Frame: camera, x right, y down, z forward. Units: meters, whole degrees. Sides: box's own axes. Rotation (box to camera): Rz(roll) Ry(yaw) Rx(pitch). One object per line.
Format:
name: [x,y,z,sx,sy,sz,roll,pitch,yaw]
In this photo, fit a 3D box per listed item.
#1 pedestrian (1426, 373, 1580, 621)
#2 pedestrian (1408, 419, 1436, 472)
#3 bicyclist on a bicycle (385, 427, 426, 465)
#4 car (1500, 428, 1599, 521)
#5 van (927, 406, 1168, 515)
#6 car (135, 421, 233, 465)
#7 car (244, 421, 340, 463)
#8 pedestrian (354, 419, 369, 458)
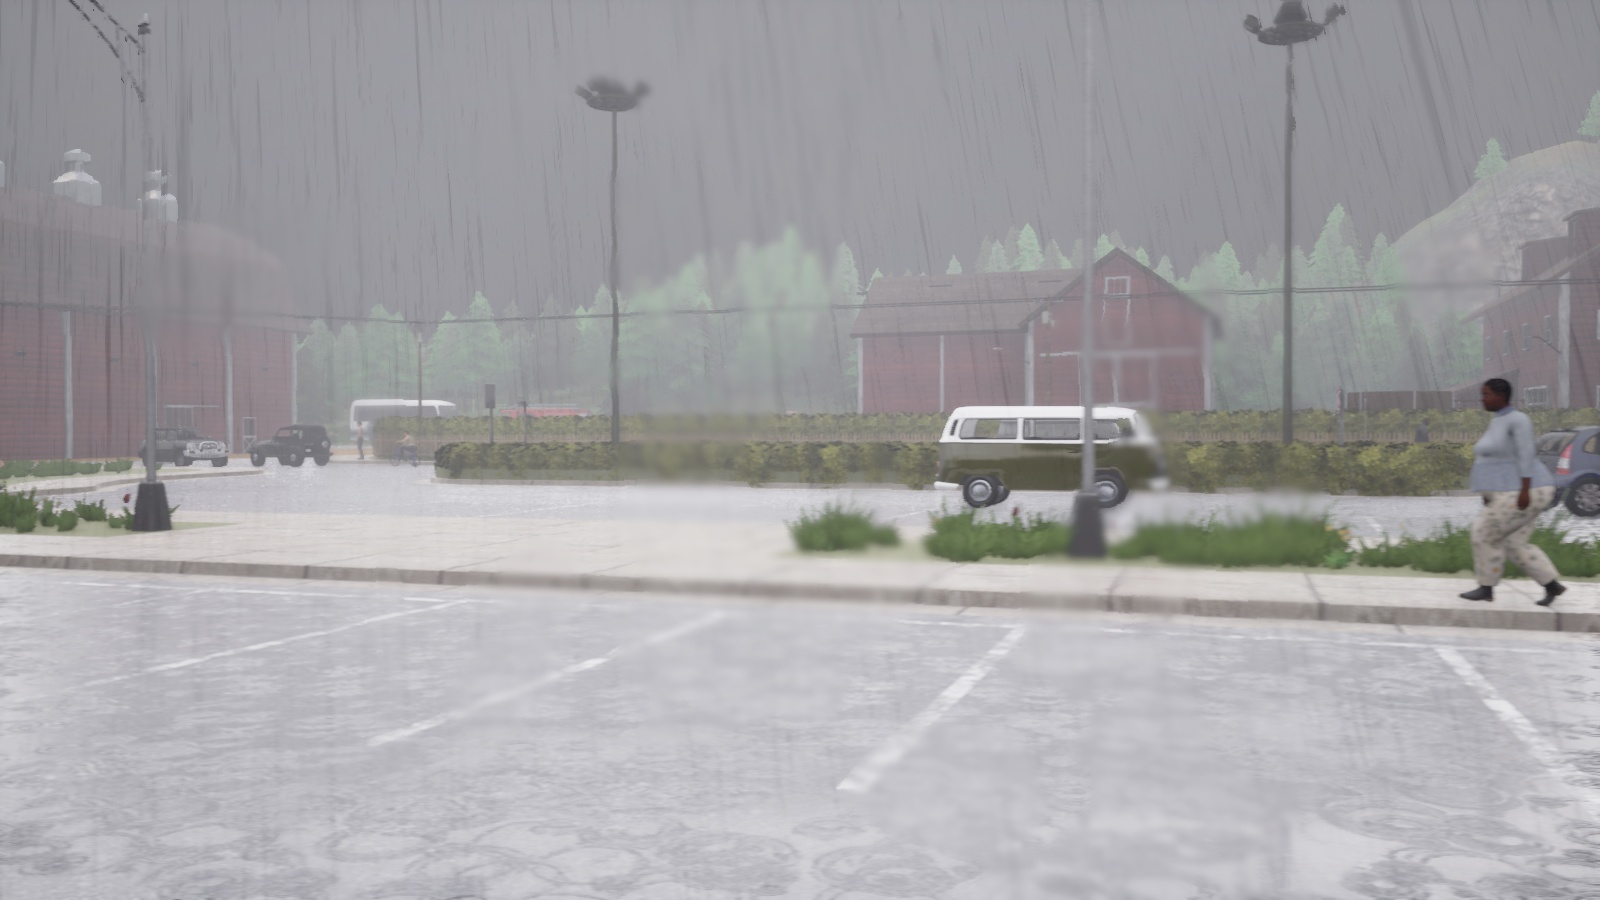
pedestrian: [5.532,0.343,9.944,0.900,1.855,0.874,1,1,19]
pedestrian: [22.306,-0.156,45.049,0.849,1.883,0.563,1,1,21]
bicyclist on a bicycle: [-17.258,-0.182,54.939,1.509,1.612,0.866,1,1,20]
car: [15.184,0.417,22.696,3.988,1.617,1.851,0,1,2]
van: [4.981,0.167,25.134,4.480,2.038,2.069,0,1,19]
car: [-27.074,-0.347,55.176,4.605,1.855,1.932,1,2,36]
car: [-23.136,-0.382,57.196,3.866,1.878,1.905,1,1,25]
pedestrian: [-20.950,-0.559,60.043,0.594,1.836,0.345,0,1,-4]
